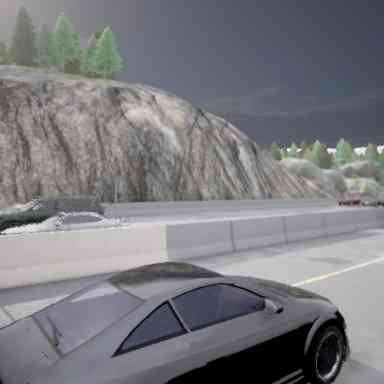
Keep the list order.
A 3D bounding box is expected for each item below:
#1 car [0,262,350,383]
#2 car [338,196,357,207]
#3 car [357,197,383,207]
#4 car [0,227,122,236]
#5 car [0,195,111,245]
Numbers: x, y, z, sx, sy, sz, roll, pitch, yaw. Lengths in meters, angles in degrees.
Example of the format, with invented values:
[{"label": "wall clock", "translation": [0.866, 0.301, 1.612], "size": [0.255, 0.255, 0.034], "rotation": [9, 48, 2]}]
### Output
[{"label": "car", "translation": [0.001, 1.561, 3.891], "size": [4.181, 1.385, 1.994], "rotation": [0, 0, -37]}, {"label": "car", "translation": [24.507, 1.433, 51.515], "size": [5.008, 1.535, 1.882], "rotation": [0, 0, -40]}, {"label": "car", "translation": [26.710, 1.445, 48.795], "size": [4.902, 1.511, 2.128], "rotation": [0, 0, -40]}, {"label": "car", "translation": [-5.066, 1.522, 13.449], "size": [4.674, 1.442, 1.812], "rotation": [0, 0, -37]}, {"label": "car", "translation": [-7.039, 1.218, 16.325], "size": [5.566, 2.045, 2.150], "rotation": [0, 0, -37]}]
